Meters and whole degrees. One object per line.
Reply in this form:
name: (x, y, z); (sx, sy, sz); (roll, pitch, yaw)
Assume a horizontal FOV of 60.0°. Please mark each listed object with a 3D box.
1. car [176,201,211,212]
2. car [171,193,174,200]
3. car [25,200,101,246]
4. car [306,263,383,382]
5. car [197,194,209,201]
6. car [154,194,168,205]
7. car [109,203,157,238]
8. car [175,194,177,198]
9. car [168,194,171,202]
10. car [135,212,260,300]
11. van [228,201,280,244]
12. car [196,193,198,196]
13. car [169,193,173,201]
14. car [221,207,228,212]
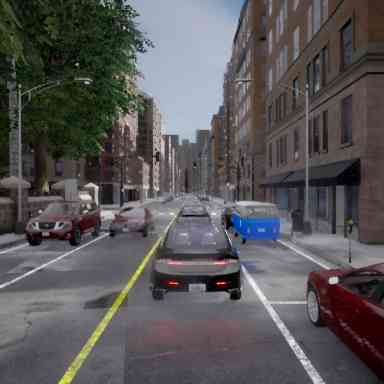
car: (0.089, 1.485, 18.670); (2.128, 1.511, 4.902); (0, 0, 0)
car: (-5.706, 1.491, 75.448); (1.887, 1.381, 4.507); (0, 0, 0)
car: (-5.678, 1.310, 15.406); (2.192, 1.841, 5.009); (0, 0, 0)
car: (2.853, 1.544, 4.130); (1.887, 1.381, 4.507); (0, 0, 0)
car: (2.818, 1.386, 75.487); (1.967, 1.590, 4.097); (0, 0, 0)
car: (-5.698, 1.480, 58.925); (1.752, 1.417, 4.829); (0, 0, 0)
car: (-3.076, 1.519, 17.846); (1.812, 1.442, 4.674); (0, 0, 0)
car: (-5.712, 1.496, 86.349); (2.008, 1.369, 4.403); (0, 0, 0)
car: (-5.701, 1.502, 64.546); (2.008, 1.369, 4.403); (0, 0, 0)
car: (0.096, 1.490, 8.351); (2.128, 1.511, 4.902); (0, 0, 0)
van: (2.847, 1.336, 15.450); (1.690, 1.788, 3.998); (0, 0, 0)
car: (2.813, 1.496, 86.385); (2.008, 1.369, 4.403); (0, 0, 0)
car: (-5.704, 1.493, 69.997); (1.887, 1.381, 4.507); (0, 0, 0)
car: (2.845, 1.557, 21.111); (1.947, 1.339, 4.313); (0, 0, 0)
